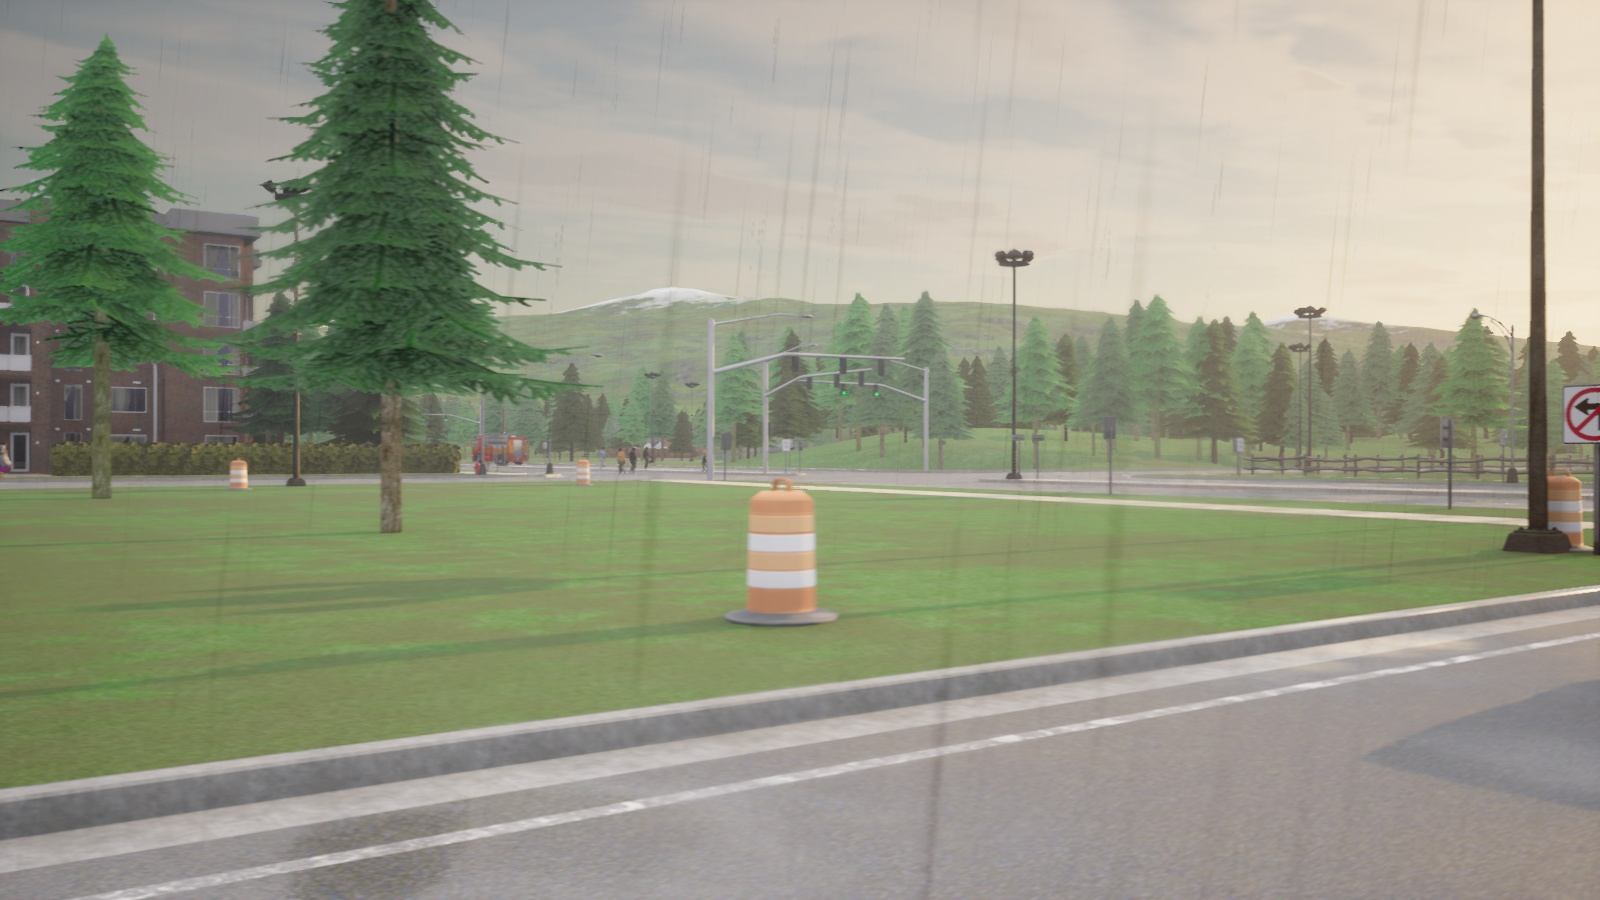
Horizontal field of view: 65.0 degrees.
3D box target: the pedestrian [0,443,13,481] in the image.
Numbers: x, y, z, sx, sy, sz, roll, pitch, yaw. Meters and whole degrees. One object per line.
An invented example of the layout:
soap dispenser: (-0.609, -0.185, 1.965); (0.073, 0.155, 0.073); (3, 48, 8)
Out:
pedestrian: (-40.653, 0.617, 64.037); (0.873, 1.952, 0.659); (0, 0, -34)
